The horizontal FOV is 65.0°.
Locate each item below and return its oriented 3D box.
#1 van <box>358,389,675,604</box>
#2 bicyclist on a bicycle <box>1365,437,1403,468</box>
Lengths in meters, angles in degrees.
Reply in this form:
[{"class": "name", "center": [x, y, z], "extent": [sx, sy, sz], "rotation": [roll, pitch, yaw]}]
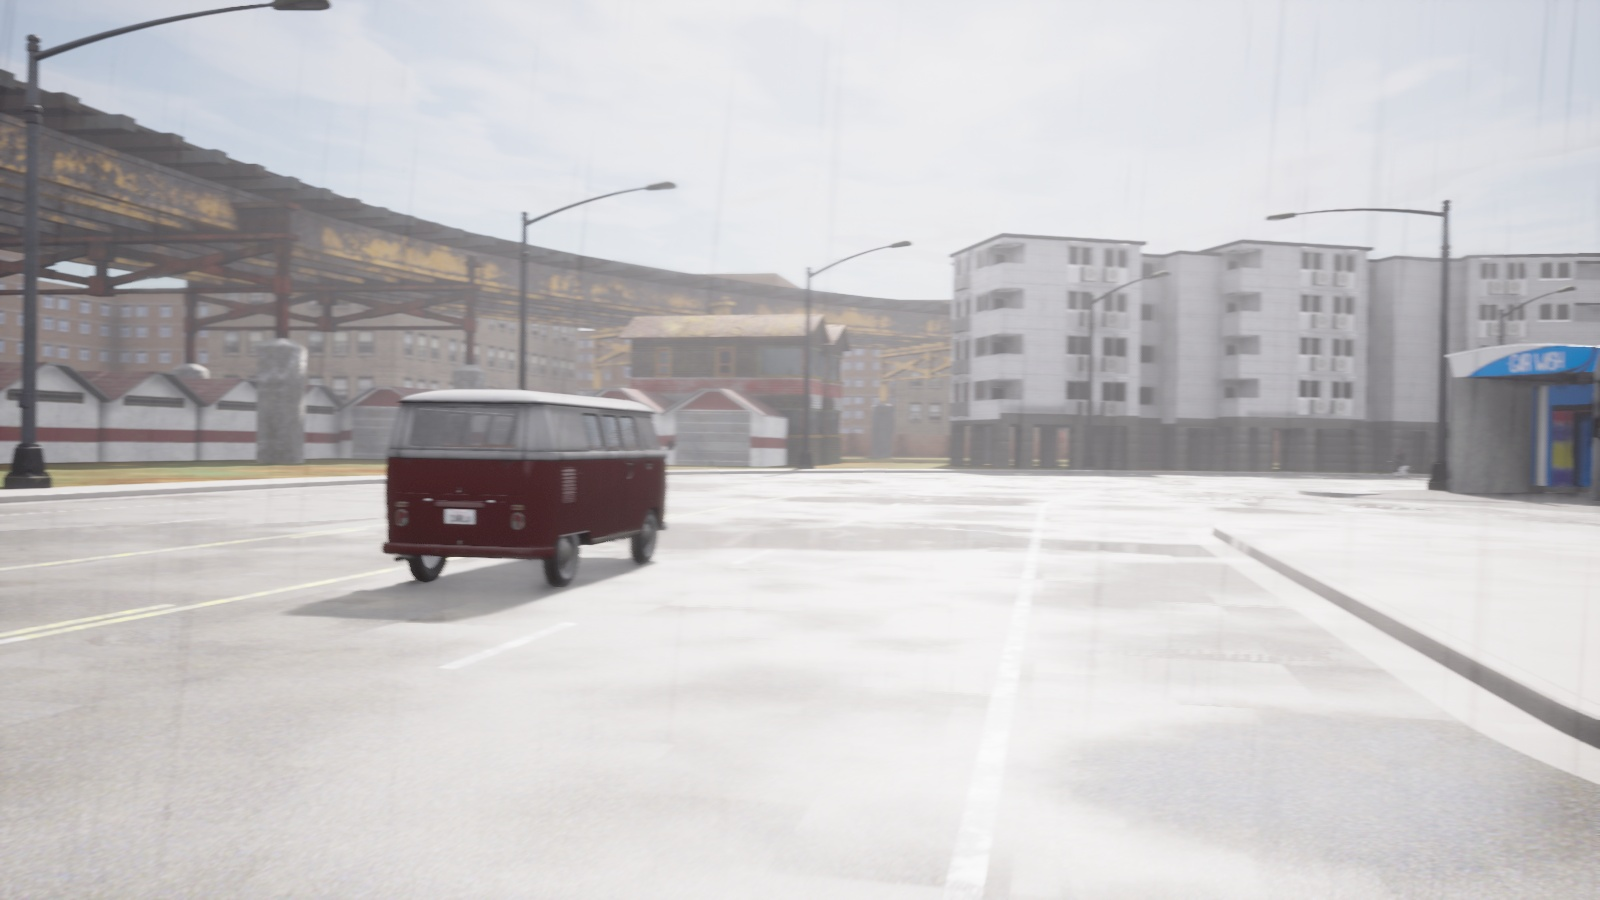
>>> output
[{"class": "van", "center": [-2.888, 0.416, 13.923], "extent": [1.775, 1.987, 4.442], "rotation": [0, 0, 11]}, {"class": "bicyclist on a bicycle", "center": [32.690, 0.138, 70.282], "extent": [1.843, 1.776, 0.659], "rotation": [0, 1, -6]}]
